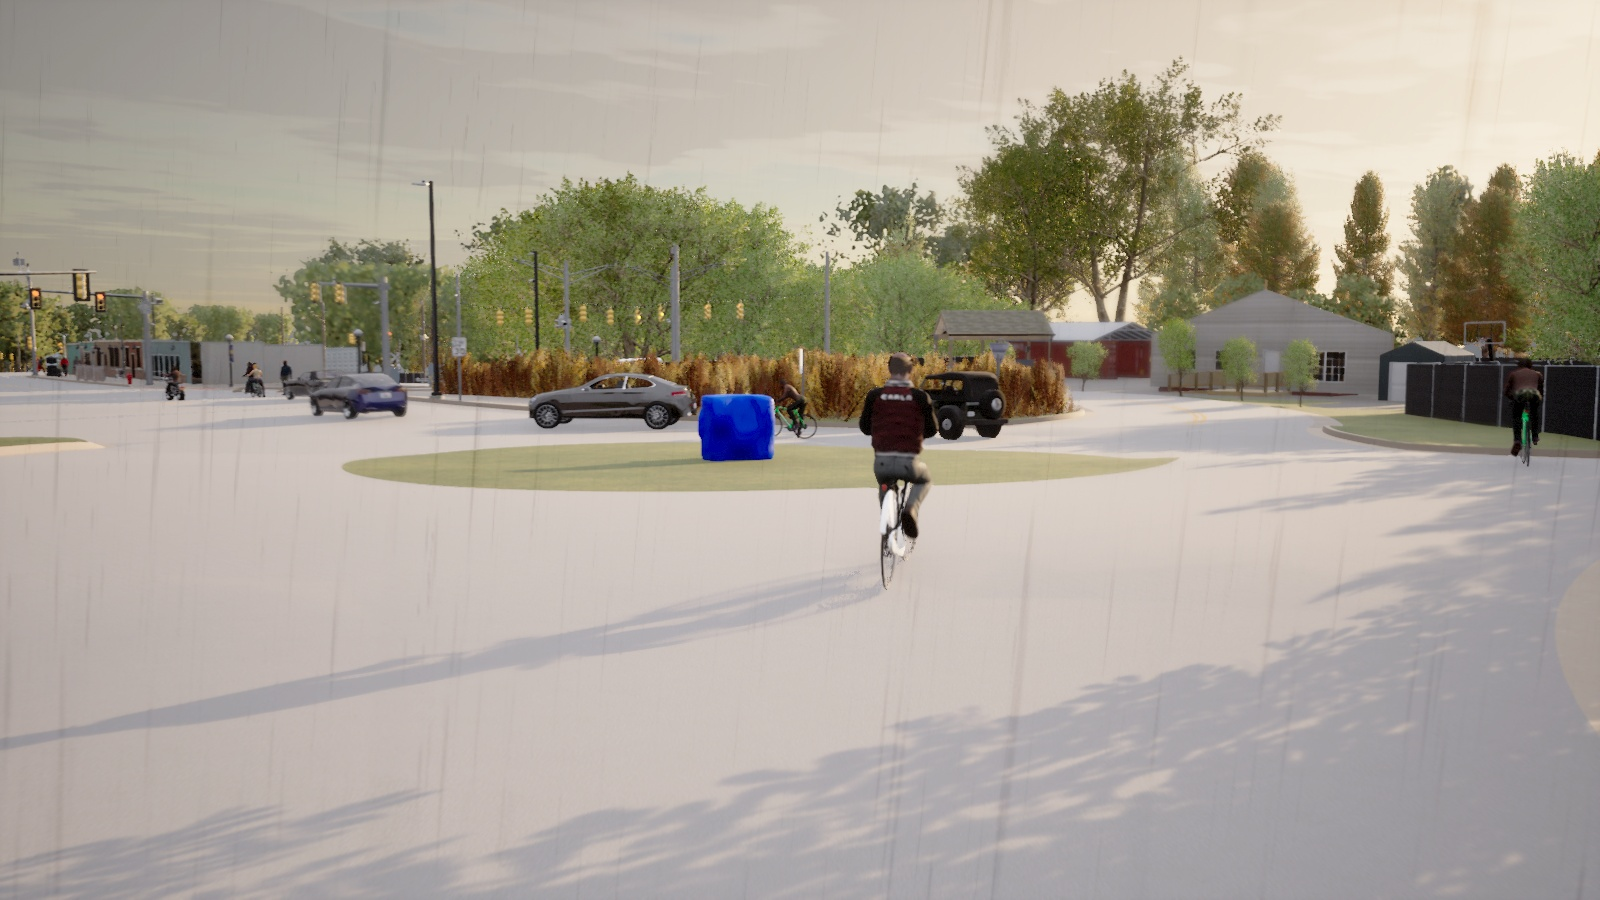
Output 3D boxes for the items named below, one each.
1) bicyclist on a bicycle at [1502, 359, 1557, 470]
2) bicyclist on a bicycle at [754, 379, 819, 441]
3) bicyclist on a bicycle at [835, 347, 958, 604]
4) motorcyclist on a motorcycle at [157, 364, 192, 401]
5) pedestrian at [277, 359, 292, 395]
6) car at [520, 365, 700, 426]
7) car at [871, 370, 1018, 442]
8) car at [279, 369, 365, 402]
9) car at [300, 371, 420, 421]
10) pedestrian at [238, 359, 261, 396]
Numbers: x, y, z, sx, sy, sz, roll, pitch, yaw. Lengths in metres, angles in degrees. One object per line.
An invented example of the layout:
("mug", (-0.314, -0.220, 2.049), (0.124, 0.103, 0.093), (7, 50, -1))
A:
("bicyclist on a bicycle", (11.079, -0.549, 19.113), (0.582, 1.620, 1.656), (1, 2, 26))
("bicyclist on a bicycle", (-0.364, -1.103, 34.021), (1.656, 1.620, 0.582), (2, 4, 11))
("bicyclist on a bicycle", (0.792, 0.112, 9.847), (0.659, 1.776, 1.843), (2, 6, 13))
("motorcyclist on a motorcycle", (-29.110, -3.133, 58.385), (0.766, 1.649, 2.350), (-5, 5, -42))
("pedestrian", (-26.464, -3.764, 64.515), (0.370, 1.835, 0.726), (1, 5, 5))
("car", (-5.682, -1.675, 38.001), (5.027, 1.651, 2.152), (1, 5, 3))
("car", (4.069, -1.303, 35.834), (1.905, 1.878, 3.866), (-3, 6, -40))
("car", (-20.808, -2.848, 54.556), (1.895, 1.301, 4.718), (-5, 6, -41))
("car", (-15.001, -1.885, 42.654), (2.163, 1.488, 4.792), (-5, 7, -40))
("pedestrian", (-28.571, -3.771, 65.174), (0.899, 1.844, 0.634), (-5, 7, -44))
